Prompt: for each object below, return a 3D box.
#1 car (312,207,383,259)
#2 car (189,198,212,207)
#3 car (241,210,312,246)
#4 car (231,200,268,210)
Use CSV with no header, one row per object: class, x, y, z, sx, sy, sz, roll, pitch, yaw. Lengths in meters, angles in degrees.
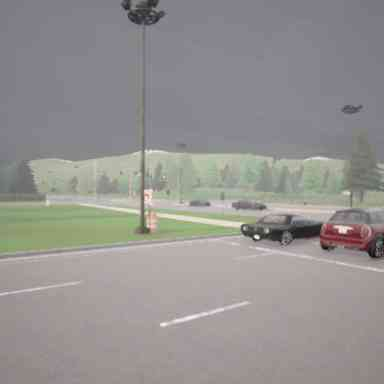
car,7.131,1.423,13.138,4.553,1.767,2.097,0,0,-35
car,1.312,1.736,53.574,1.994,1.385,4.181,0,0,-34
car,4.604,1.669,15.634,4.718,1.301,1.895,0,0,-35
car,7.569,1.719,44.538,2.033,1.411,5.357,0,0,-35
